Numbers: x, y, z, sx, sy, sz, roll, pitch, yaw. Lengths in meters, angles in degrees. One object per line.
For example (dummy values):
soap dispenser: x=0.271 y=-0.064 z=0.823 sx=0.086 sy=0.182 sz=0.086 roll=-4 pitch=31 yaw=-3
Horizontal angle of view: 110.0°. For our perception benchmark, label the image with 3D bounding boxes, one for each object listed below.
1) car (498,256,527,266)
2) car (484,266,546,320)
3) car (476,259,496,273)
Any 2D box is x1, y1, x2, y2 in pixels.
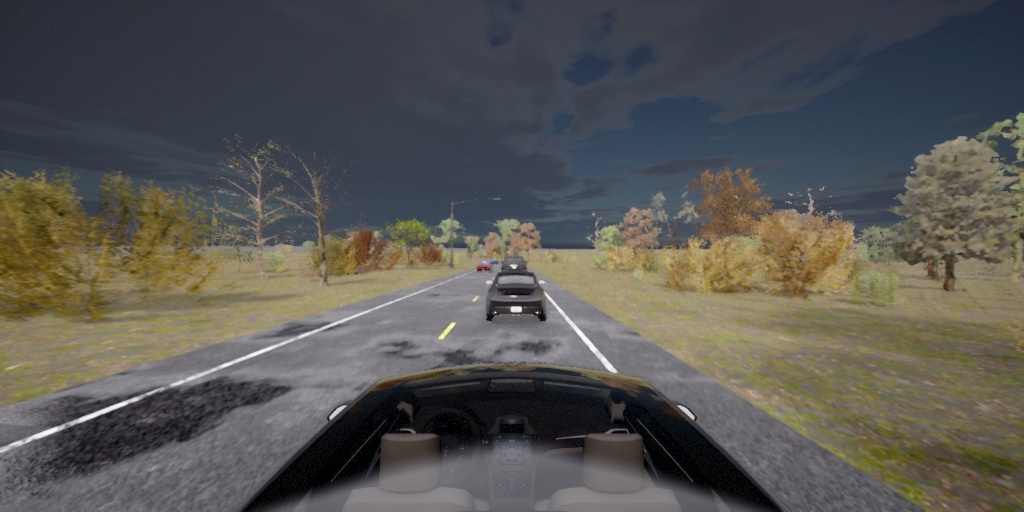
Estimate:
car: x=0.170 y=1.011 z=31.483 sx=2.150 sy=2.045 sz=5.566 roll=0 pitch=0 yaw=0
car: x=0.125 y=1.266 z=12.608 sx=1.837 sy=1.490 sz=4.892 roll=0 pitch=0 yaw=0
car: x=-3.482 y=1.414 z=45.844 sx=1.895 sy=1.301 sz=4.718 roll=0 pitch=0 yaw=0
